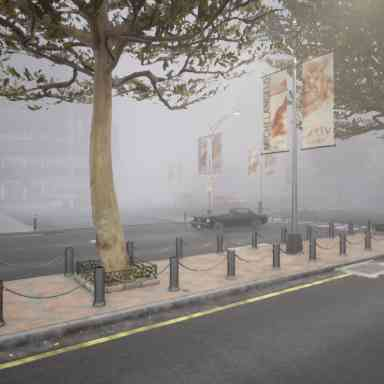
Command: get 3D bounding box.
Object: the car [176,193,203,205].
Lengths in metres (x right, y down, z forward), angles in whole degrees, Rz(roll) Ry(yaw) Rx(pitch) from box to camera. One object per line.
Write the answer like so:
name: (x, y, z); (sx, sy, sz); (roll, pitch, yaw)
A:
car: (-0.502, 1.237, 62.442); (2.150, 2.045, 5.566); (0, 0, -37)

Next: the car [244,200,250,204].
car: (7.001, 1.539, 52.054); (1.812, 1.442, 4.674); (0, 0, -36)

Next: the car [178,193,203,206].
car: (-0.159, 1.364, 55.988); (2.097, 1.767, 4.553); (0, 0, -36)

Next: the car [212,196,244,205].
car: (4.938, 1.364, 48.909); (2.097, 1.767, 4.553); (0, 0, -35)

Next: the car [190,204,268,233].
car: (2.199, 1.605, 19.603); (4.718, 1.301, 1.895); (0, 0, -35)

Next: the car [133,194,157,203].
car: (-9.468, 1.575, 67.095); (4.181, 1.385, 1.994); (0, 0, 41)
